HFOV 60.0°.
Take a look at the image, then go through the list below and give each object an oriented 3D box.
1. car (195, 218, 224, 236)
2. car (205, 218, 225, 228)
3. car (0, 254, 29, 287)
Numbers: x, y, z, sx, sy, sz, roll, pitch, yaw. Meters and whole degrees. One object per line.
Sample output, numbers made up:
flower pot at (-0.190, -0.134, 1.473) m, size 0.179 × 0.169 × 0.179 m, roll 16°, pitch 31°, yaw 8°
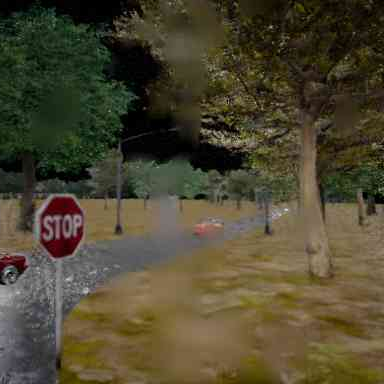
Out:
car at (1.854, 3.659, 35.280) m, size 2.097 × 1.767 × 4.553 m, roll -1°, pitch -4°, yaw 18°
car at (3.672, 4.816, 52.188) m, size 2.128 × 1.511 × 4.902 m, roll -1°, pitch -3°, yaw 18°
car at (-6.751, 2.092, 8.797) m, size 1.895 × 1.301 × 4.718 m, roll -2°, pitch -5°, yaw 18°
